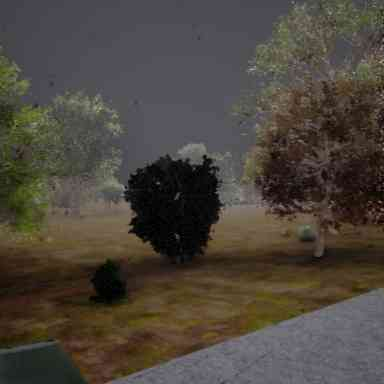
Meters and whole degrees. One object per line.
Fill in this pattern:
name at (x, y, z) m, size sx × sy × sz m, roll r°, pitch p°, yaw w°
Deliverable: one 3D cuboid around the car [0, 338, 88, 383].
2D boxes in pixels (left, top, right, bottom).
car at (-2.669, 1.602, 1.170) m, size 4.718 × 1.301 × 1.895 m, roll 0°, pitch 0°, yaw -35°
